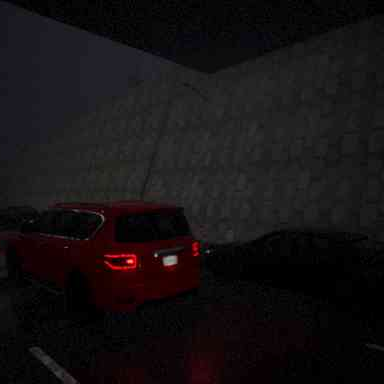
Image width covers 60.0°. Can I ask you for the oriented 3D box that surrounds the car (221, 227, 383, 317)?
[{"bbox_3d":[2.558,1.527,7.498,2.033,1.411,5.357,0,0,-45],"label":"car"}]

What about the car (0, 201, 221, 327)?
[{"bbox_3d":[-2.235,1.230,7.375,2.150,2.045,5.566,0,0,-45],"label":"car"}]
